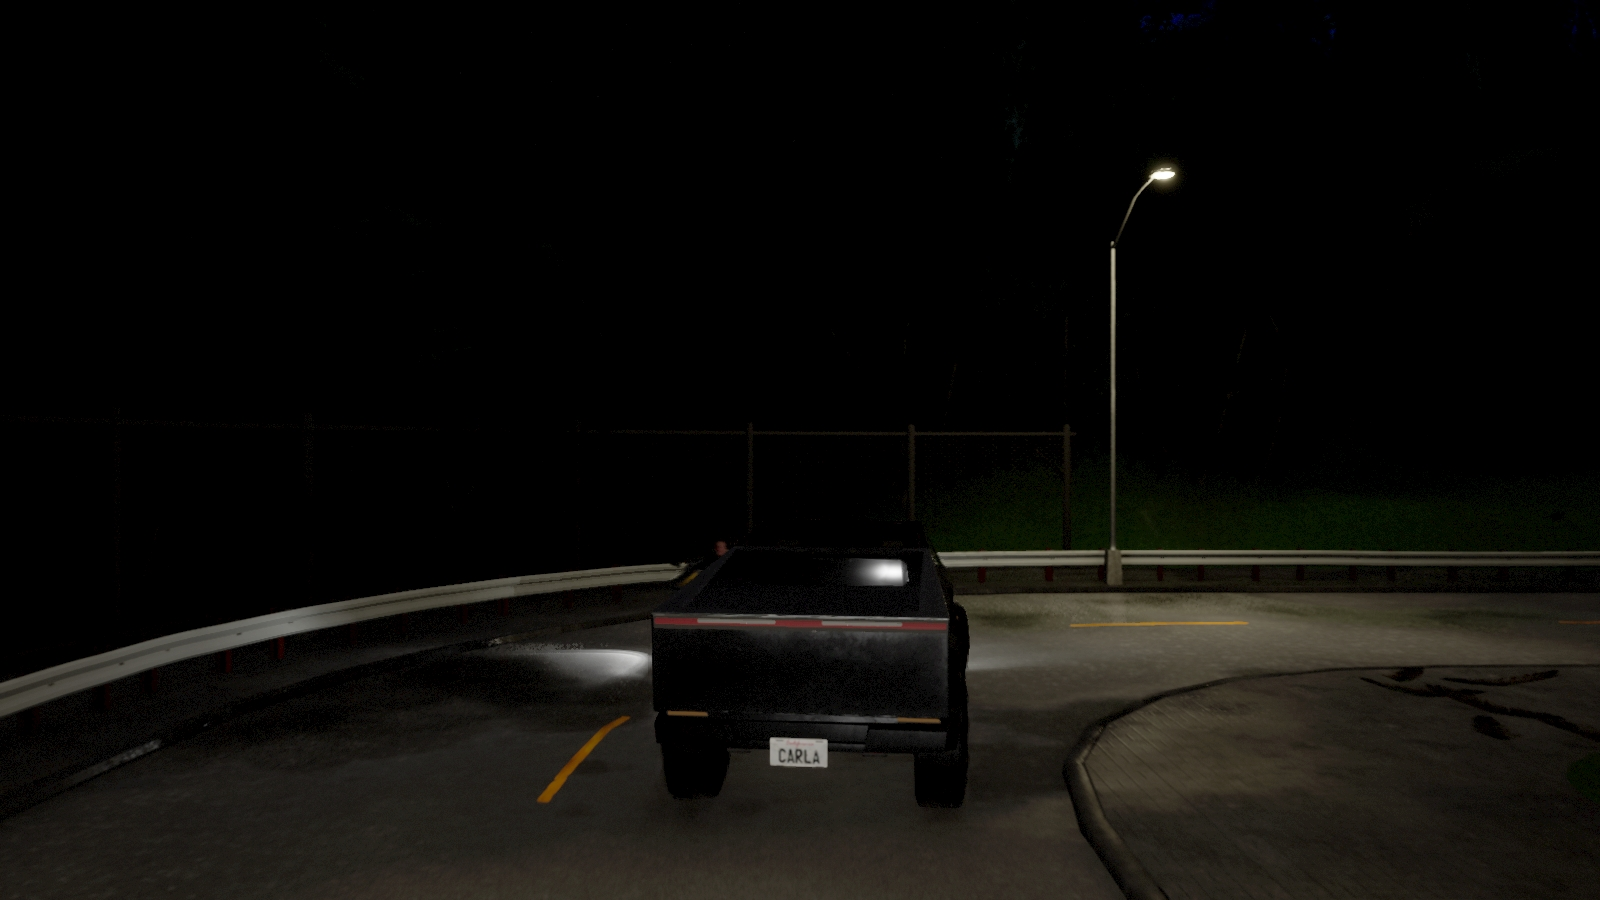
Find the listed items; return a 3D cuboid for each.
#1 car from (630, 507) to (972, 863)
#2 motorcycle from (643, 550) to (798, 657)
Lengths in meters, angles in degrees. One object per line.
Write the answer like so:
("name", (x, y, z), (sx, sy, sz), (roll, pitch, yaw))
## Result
("car", (0.376, 1.757, 11.028), (2.390, 2.098, 6.274), (0, 0, 7))
("motorcycle", (-1.145, 2.210, 16.824), (2.209, 1.251, 0.867), (0, 2, -44))
